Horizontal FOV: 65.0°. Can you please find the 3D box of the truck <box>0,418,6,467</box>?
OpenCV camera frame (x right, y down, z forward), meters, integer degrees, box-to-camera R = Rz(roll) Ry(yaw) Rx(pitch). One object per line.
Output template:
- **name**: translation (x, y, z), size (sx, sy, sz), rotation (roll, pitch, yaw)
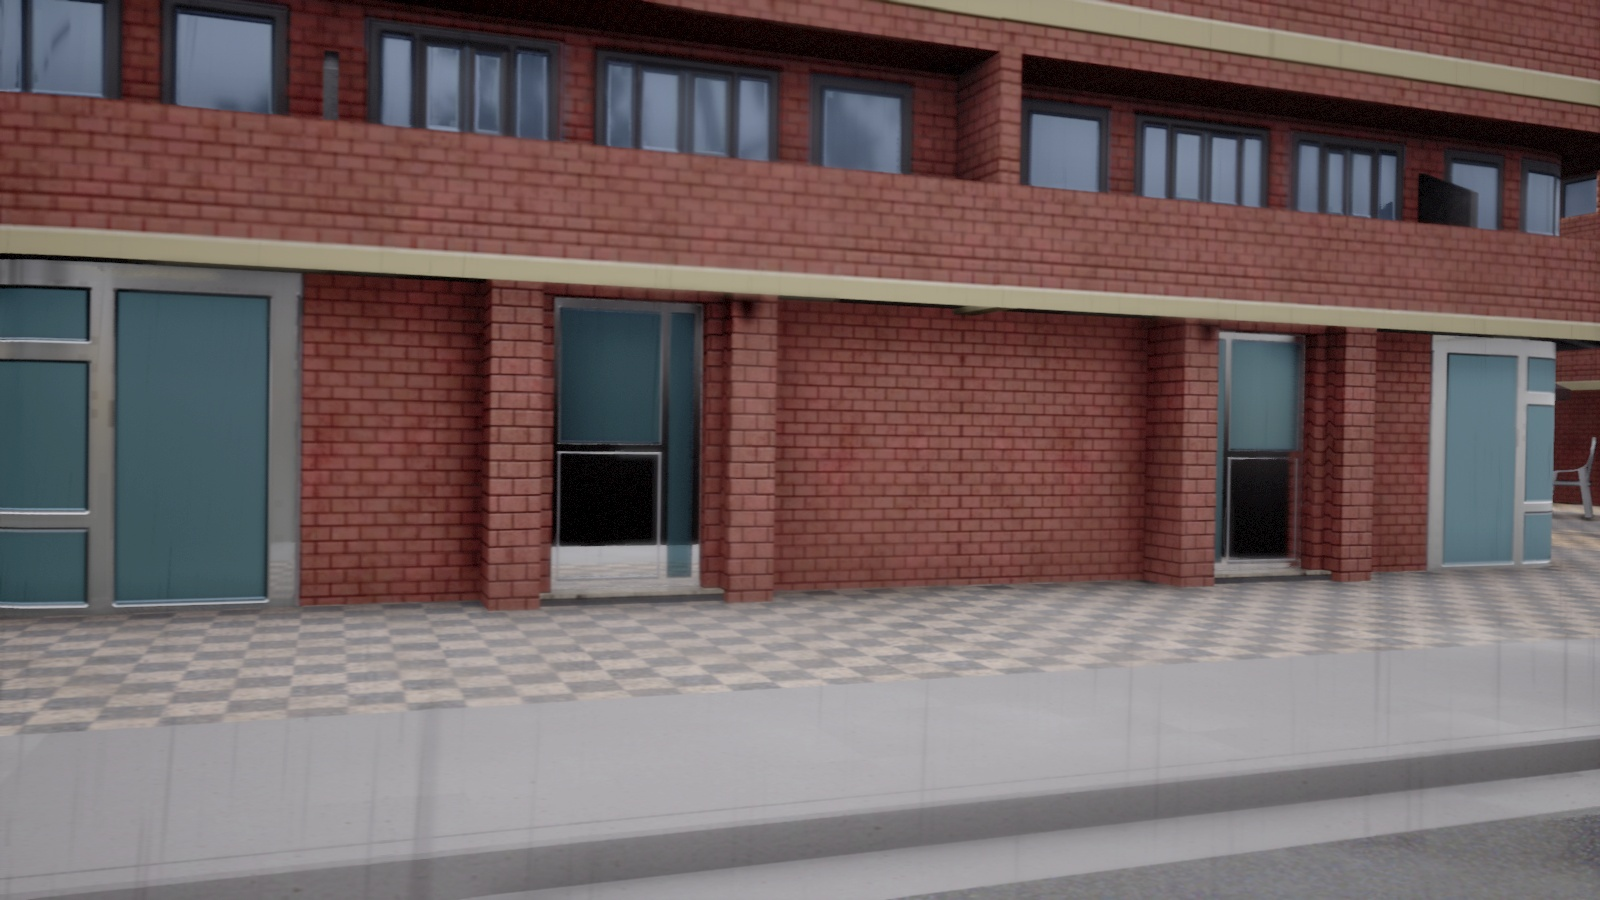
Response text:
- **truck**: translation (-40.657, -0.353, 60.963), size (2.627, 2.467, 5.204), rotation (-1, 1, -22)
